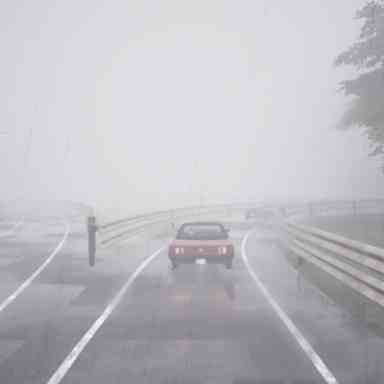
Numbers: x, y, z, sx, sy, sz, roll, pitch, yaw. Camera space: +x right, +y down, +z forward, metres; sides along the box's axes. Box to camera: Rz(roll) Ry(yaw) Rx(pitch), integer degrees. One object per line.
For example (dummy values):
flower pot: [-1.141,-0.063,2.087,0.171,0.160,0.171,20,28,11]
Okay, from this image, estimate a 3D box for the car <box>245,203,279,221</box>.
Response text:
car: [5.965,1.650,28.295,1.812,1.442,4.674,-1,-1,30]

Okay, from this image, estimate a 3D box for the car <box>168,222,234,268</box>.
car: [0.398,1.674,11.566,1.895,1.301,4.718,-1,0,4]
